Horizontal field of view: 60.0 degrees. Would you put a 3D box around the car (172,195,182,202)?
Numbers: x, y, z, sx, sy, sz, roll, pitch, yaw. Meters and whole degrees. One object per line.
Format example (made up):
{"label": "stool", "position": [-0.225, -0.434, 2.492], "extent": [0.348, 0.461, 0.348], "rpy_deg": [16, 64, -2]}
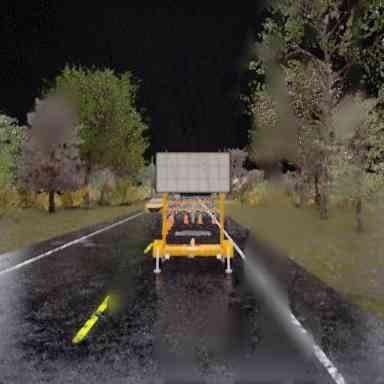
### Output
{"label": "car", "position": [-3.278, 1.473, 73.834], "extent": [1.812, 1.442, 4.674], "rpy_deg": [0, 0, 0]}

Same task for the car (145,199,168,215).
{"label": "car", "position": [-3.500, 1.427, 33.133], "extent": [1.882, 1.535, 5.008], "rpy_deg": [0, 0, 0]}

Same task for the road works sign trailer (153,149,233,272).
{"label": "road works sign trailer", "position": [0.036, 0.442, 10.686], "extent": [2.380, 3.560, 2.880], "rpy_deg": [0, 0, 0]}
